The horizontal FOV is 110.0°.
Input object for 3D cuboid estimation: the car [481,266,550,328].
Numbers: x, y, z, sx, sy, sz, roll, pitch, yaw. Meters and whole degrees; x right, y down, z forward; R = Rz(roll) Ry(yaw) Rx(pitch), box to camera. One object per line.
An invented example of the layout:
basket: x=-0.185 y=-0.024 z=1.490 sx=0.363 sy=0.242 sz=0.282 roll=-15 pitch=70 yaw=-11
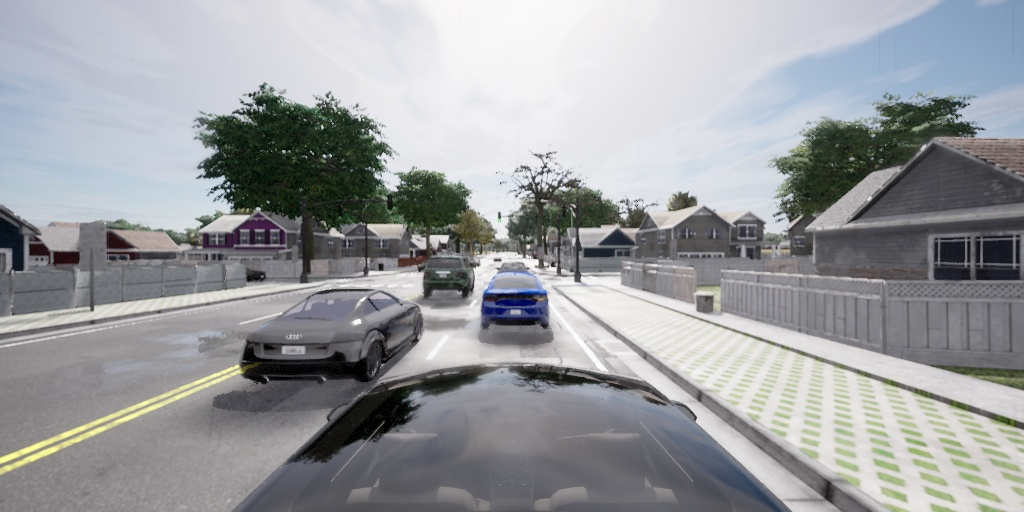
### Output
car: x=0.086 y=1.258 z=11.500 sx=1.882 sy=1.535 sz=5.008 roll=0 pitch=0 yaw=0

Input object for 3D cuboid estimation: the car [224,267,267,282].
car: x=-22.620 y=1.415 z=29.016 sx=5.008 sy=1.535 sz=1.882 roll=0 pitch=0 yaw=3

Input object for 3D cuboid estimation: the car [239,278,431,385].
car: x=-3.158 y=1.336 z=7.192 sx=1.994 sy=1.385 sz=4.181 roll=0 pitch=0 yaw=0

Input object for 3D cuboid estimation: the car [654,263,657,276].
car: x=12.680 y=1.258 z=32.328 sx=4.718 sy=1.301 sz=1.895 roll=0 pitch=0 yaw=1

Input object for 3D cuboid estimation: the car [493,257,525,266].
car: x=0.072 y=1.123 z=22.708 sx=2.097 sy=1.767 sz=4.553 roll=0 pitch=0 yaw=0

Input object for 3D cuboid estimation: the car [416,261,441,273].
car: x=-9.907 y=1.301 z=42.848 sx=1.895 sy=1.301 sz=4.718 roll=0 pitch=0 yaw=0

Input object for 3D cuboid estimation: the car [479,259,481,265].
car: x=-6.643 y=1.063 z=64.319 sx=2.033 sy=1.411 sz=5.357 roll=0 pitch=1 yaw=0

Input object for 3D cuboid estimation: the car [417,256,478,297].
car: x=-3.226 y=1.000 z=19.047 sx=2.150 sy=2.045 sz=5.566 roll=0 pitch=0 yaw=-2
